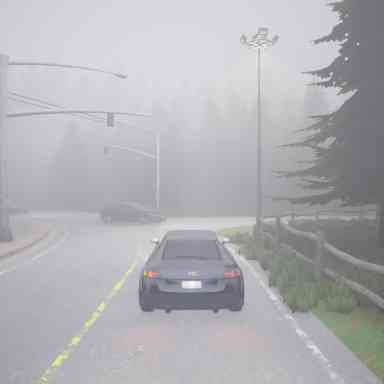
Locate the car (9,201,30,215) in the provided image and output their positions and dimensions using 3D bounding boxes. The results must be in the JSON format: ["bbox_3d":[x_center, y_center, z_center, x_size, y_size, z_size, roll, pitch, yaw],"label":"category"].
[{"bbox_3d":[-18.754,1.601,33.822,4.718,1.301,1.895,0,0,26],"label":"car"}]

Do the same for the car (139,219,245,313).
[{"bbox_3d":[-0.028,1.564,7.734,1.994,1.385,4.181,0,0,-1],"label":"car"}]

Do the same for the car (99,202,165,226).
[{"bbox_3d":[-4.248,1.521,23.563,4.892,1.490,1.837,-1,1,21],"label":"car"}]
